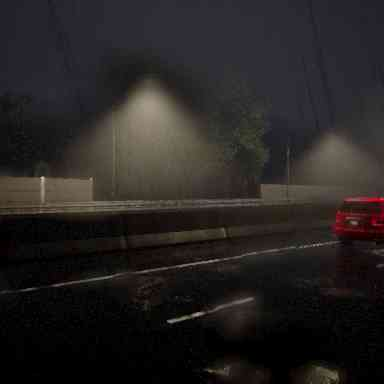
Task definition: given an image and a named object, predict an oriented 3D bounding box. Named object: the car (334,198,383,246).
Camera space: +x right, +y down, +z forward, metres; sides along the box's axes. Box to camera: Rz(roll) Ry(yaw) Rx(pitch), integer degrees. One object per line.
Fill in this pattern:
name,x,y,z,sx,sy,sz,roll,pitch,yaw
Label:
car,8.294,1.258,14.085,5.566,2.045,2.150,0,0,-35
